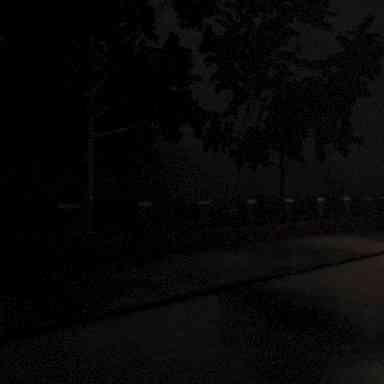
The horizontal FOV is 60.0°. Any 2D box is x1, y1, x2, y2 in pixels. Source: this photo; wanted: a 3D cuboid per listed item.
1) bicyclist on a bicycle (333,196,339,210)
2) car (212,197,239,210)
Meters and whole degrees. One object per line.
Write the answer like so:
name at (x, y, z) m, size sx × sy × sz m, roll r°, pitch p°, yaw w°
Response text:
bicyclist on a bicycle at (16.962, 1.261, 38.887) m, size 1.656 × 1.620 × 0.582 m, roll -1°, pitch 0°, yaw -35°
car at (4.575, 1.410, 41.837) m, size 1.882 × 1.535 × 5.008 m, roll 0°, pitch 0°, yaw -35°
